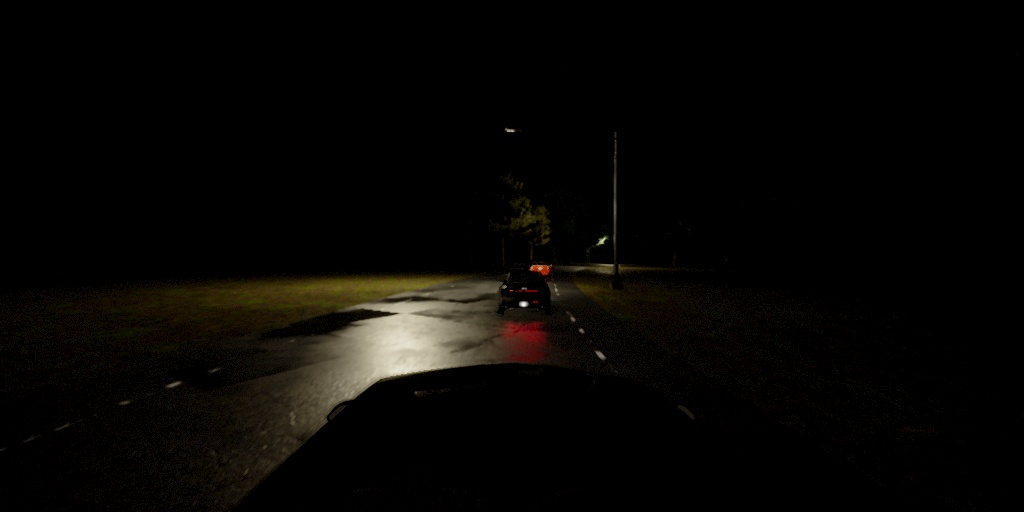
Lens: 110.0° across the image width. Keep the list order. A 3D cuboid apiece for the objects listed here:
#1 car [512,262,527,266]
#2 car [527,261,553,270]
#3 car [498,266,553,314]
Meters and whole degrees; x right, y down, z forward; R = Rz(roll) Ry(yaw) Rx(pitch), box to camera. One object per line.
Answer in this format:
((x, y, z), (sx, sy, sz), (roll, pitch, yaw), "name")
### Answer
((1.025, 1.509, 46.333), (2.033, 1.411, 5.357), (0, 0, 12), "car")
((3.111, 1.286, 37.389), (2.097, 1.767, 4.553), (0, 0, 9), "car")
((0.517, 1.317, 14.151), (1.837, 1.490, 4.892), (0, 0, 3), "car")
